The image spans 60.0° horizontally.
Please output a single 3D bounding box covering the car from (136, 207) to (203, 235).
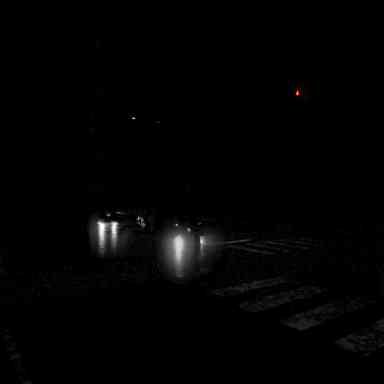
[{"bbox_3d":[-1.519,1.615,19.577,2.033,1.411,5.357,0,0,-32],"label":"car"}]

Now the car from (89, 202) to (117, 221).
[{"bbox_3d":[-8.109,1.608,28.742,2.128,1.511,4.902,0,0,-35],"label":"car"}]
